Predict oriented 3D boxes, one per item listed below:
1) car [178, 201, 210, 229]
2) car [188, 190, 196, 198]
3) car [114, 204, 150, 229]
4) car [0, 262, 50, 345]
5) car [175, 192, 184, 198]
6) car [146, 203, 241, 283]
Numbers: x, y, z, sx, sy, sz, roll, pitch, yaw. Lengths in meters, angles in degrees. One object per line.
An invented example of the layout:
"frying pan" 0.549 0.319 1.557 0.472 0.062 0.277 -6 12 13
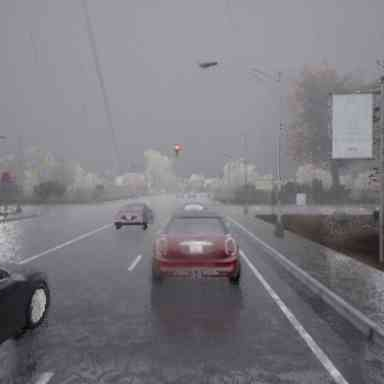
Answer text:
"car" 0.099 1.395 21.250 1.812 1.442 4.674 0 0 0
"car" 0.001 0.969 89.481 1.812 1.442 4.674 0 0 0
"car" -3.402 1.421 20.426 2.033 1.411 5.357 0 0 0
"car" -3.400 1.479 3.931 1.837 1.490 4.892 0 0 0
"car" -3.499 0.996 89.447 1.994 1.385 4.181 0 0 0
"car" 0.100 1.292 9.629 2.097 1.767 4.553 0 0 0
